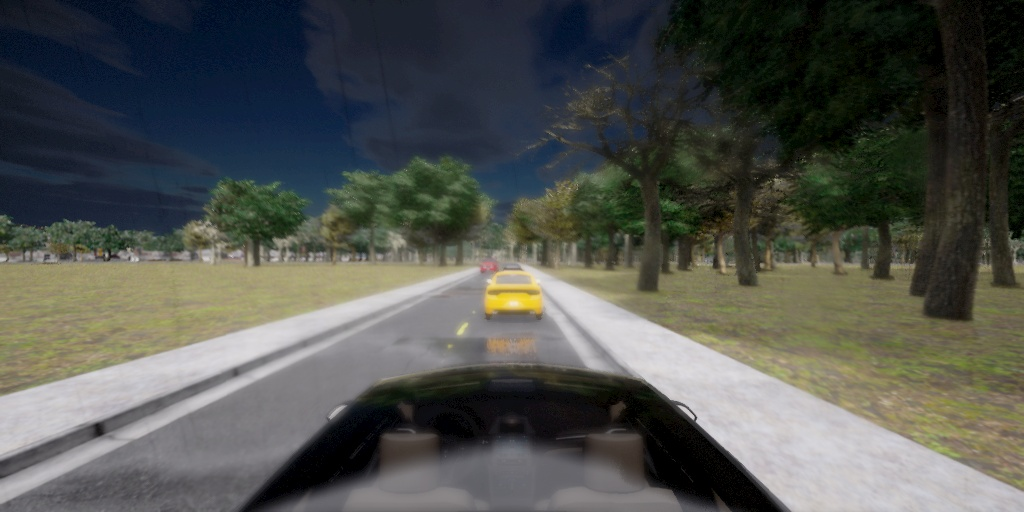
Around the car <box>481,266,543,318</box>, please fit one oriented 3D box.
[{"bbox_3d":[0.063,1.303,13.361,1.882,1.535,5.008,0,0,0],"label":"car"}]

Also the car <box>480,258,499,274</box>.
[{"bbox_3d":[-2.899,1.266,46.654,2.150,2.045,5.566,0,-1,0],"label":"car"}]

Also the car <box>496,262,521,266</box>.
[{"bbox_3d":[0.047,1.429,30.439,2.128,1.511,4.902,0,0,0],"label":"car"}]
